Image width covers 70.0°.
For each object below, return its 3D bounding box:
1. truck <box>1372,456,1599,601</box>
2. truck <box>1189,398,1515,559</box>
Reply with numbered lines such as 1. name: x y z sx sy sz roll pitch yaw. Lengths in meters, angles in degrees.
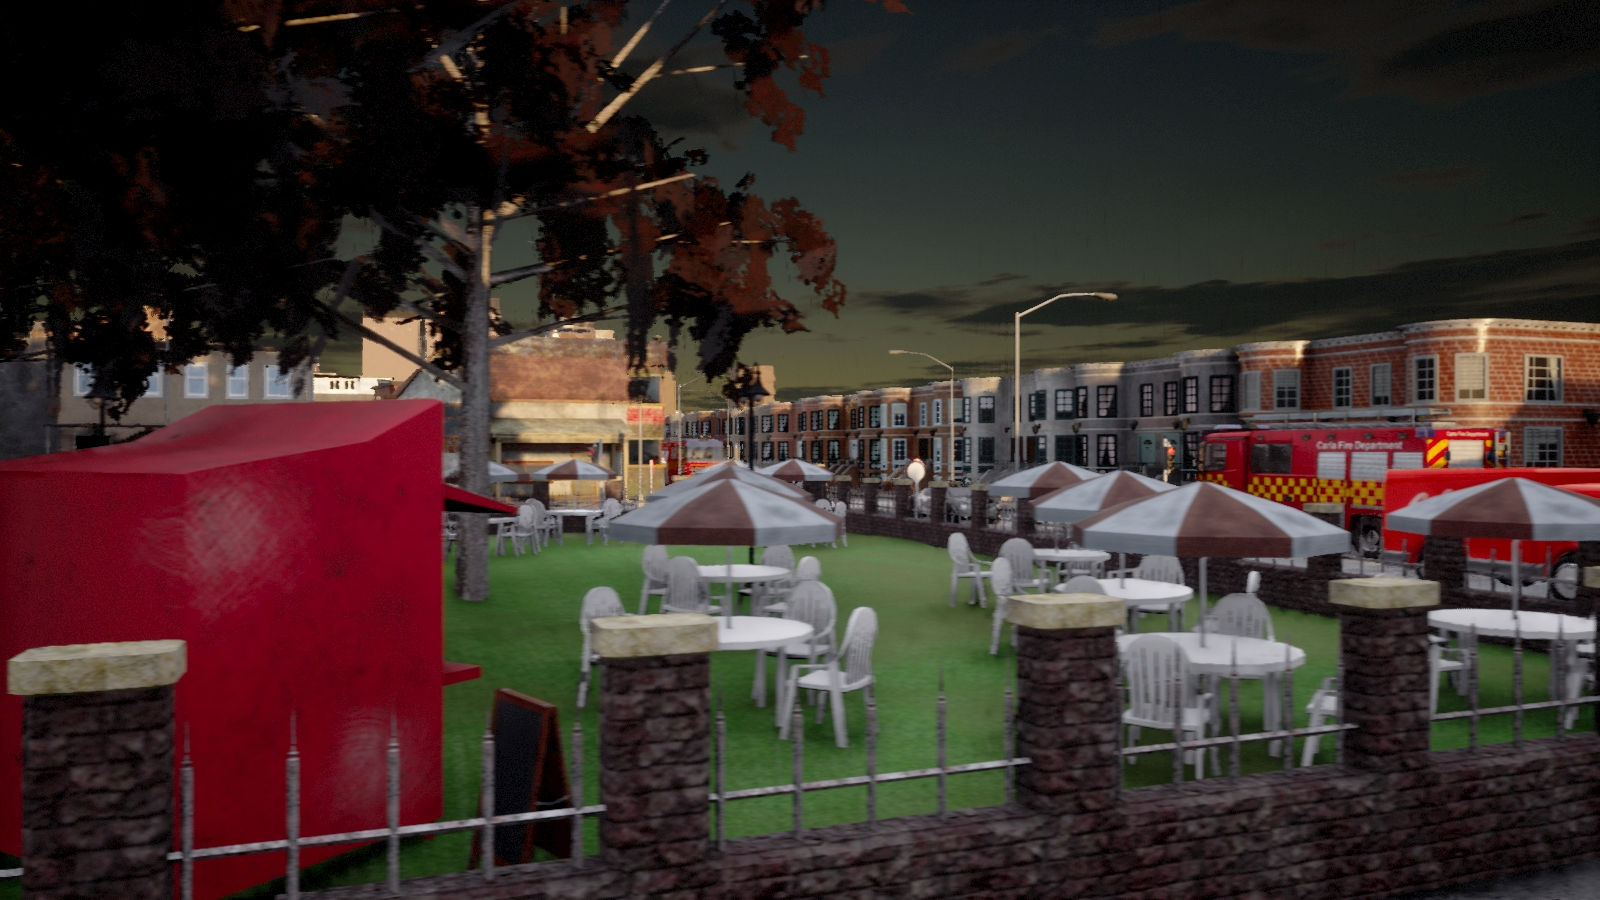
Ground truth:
1. truck: 14.118 1.357 21.915 2.627 2.467 5.204 0 -1 -20
2. truck: 14.806 0.670 31.672 2.891 3.827 8.468 0 0 -21
